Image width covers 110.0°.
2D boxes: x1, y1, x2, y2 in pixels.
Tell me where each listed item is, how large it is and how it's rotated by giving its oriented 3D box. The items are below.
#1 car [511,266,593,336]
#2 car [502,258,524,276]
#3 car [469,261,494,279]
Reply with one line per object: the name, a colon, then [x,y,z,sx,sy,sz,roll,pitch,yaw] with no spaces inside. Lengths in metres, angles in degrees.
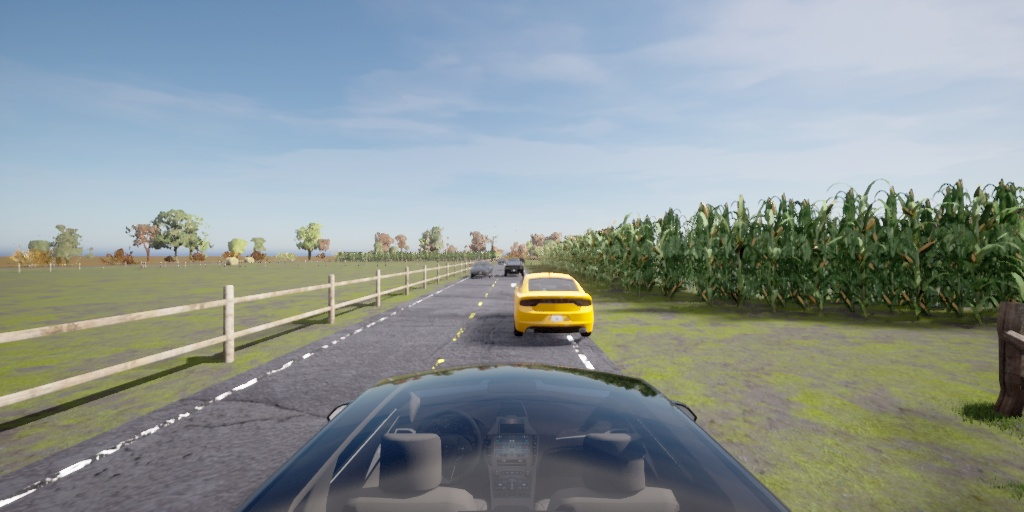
car: [1.000,1.225,10.363,1.882,1.535,5.008,0,0,0]
car: [0.226,1.218,36.526,1.882,1.535,5.008,0,0,1]
car: [-2.705,1.246,32.735,1.837,1.490,4.892,0,0,0]
